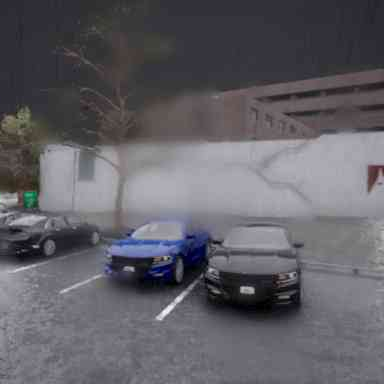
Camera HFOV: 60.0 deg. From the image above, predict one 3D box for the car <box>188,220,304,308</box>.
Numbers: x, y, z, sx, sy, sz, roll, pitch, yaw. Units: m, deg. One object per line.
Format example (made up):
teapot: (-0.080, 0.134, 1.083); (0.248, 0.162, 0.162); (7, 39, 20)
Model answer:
car: (1.656, 1.514, 8.305); (2.097, 1.535, 5.008); (0, -1, 16)

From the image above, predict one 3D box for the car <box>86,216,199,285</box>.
car: (-0.753, 1.549, 10.028); (2.097, 1.535, 5.008); (0, -1, 16)

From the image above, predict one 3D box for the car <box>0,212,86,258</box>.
car: (-5.551, 1.628, 13.484); (2.231, 1.521, 4.892); (-1, -1, 17)
